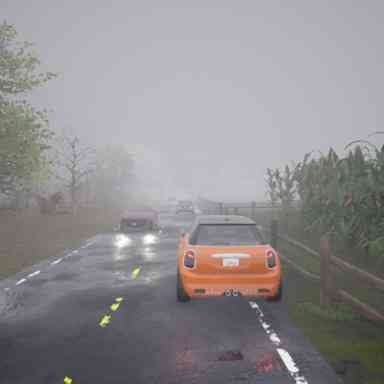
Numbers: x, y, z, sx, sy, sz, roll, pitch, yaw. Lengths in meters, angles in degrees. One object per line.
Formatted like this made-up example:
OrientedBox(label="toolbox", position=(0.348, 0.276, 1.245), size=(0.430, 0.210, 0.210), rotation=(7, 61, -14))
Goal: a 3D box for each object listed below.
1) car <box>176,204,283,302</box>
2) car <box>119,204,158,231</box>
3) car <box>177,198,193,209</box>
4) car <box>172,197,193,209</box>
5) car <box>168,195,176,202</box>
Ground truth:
OrientedBox(label="car", position=(0.719, 1.353, 8.431), size=(2.097, 1.767, 4.553), rotation=(0, 0, -1))
OrientedBox(label="car", position=(-3.198, 1.476, 20.627), size=(1.882, 1.535, 5.008), rotation=(0, 0, -1))
OrientedBox(label="car", position=(-0.910, 1.544, 44.929), size=(1.994, 1.385, 4.181), rotation=(0, 0, -1))
OrientedBox(label="car", position=(-0.682, 1.538, 34.418), size=(2.033, 1.411, 5.357), rotation=(0, 0, -1))
OrientedBox(label="car", position=(-4.370, 1.467, 74.719), size=(2.033, 1.411, 5.357), rotation=(0, 0, -1))
